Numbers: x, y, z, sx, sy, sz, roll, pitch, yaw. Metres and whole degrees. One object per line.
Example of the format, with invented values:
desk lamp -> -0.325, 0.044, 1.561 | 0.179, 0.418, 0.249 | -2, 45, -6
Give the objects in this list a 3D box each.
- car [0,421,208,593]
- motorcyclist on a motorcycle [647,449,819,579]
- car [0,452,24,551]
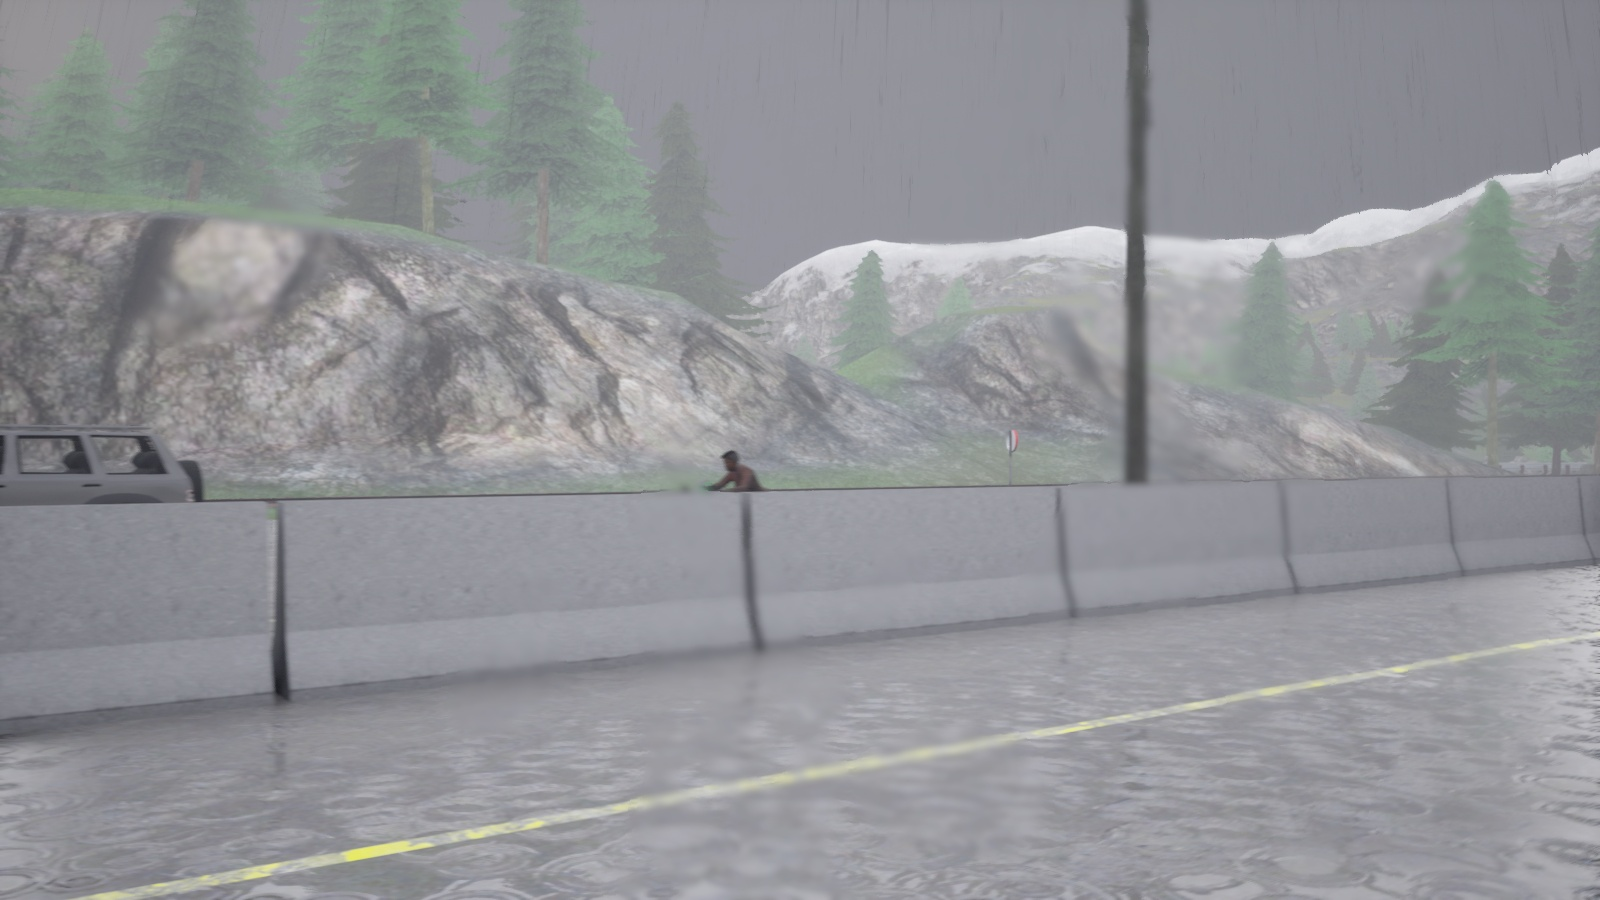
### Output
car -> -9.382, 0.616, 14.186 | 4.605, 1.855, 1.932 | 0, 0, -35
motorcyclist on a motorcycle -> -0.825, 0.762, 15.877 | 2.044, 1.523, 0.797 | -1, 0, -35
car -> -14.733, 0.801, 18.990 | 5.008, 1.535, 1.882 | 0, 0, -35
